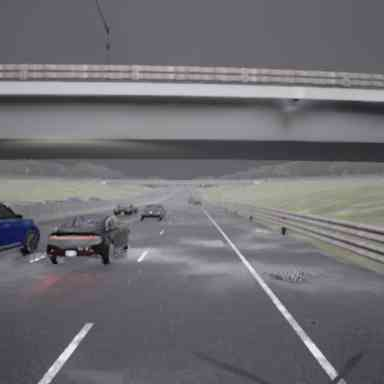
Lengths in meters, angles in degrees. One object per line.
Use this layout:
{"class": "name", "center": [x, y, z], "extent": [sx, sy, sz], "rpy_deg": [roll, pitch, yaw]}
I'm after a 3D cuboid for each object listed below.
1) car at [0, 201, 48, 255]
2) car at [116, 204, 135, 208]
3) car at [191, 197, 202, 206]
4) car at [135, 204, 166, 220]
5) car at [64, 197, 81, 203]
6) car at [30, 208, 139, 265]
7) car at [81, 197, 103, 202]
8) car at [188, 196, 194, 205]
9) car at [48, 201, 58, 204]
{"class": "car", "center": [-6.900, 1.254, 10.405], "extent": [2.150, 2.045, 5.566], "rpy_deg": [0, 0, 0]}
{"class": "car", "center": [-6.900, 1.877, 35.274], "extent": [1.895, 1.301, 4.718], "rpy_deg": [0, -1, 0]}
{"class": "car", "center": [1.225, 2.402, 74.589], "extent": [1.837, 1.490, 4.892], "rpy_deg": [0, -1, 0]}
{"class": "car", "center": [-3.400, 1.752, 29.839], "extent": [2.033, 1.411, 5.357], "rpy_deg": [0, -1, 0]}
{"class": "car", "center": [-21.018, 1.859, 59.374], "extent": [2.150, 2.045, 5.566], "rpy_deg": [0, -1, 0]}
{"class": "car", "center": [-3.400, 1.531, 11.768], "extent": [2.128, 1.511, 4.902], "rpy_deg": [0, 0, 0]}
{"class": "car", "center": [-17.525, 1.866, 59.808], "extent": [2.150, 2.045, 5.566], "rpy_deg": [0, -1, 1]}
{"class": "car", "center": [-0.001, 2.428, 92.738], "extent": [2.150, 2.045, 5.566], "rpy_deg": [0, -1, 0]}
{"class": "car", "center": [-24.527, 2.201, 57.195], "extent": [1.895, 1.301, 4.718], "rpy_deg": [0, -1, 1]}
